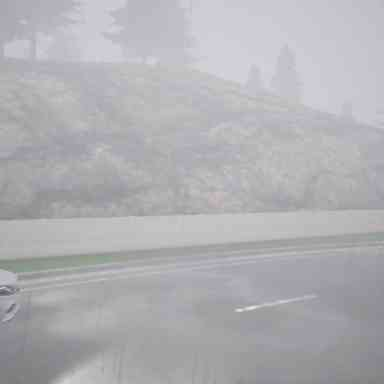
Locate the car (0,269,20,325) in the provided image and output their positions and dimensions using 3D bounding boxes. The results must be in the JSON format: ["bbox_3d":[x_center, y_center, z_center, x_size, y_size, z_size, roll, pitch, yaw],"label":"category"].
[{"bbox_3d":[-4.960,1.511,4.521,4.674,1.442,1.812,0,0,-37],"label":"car"}]
